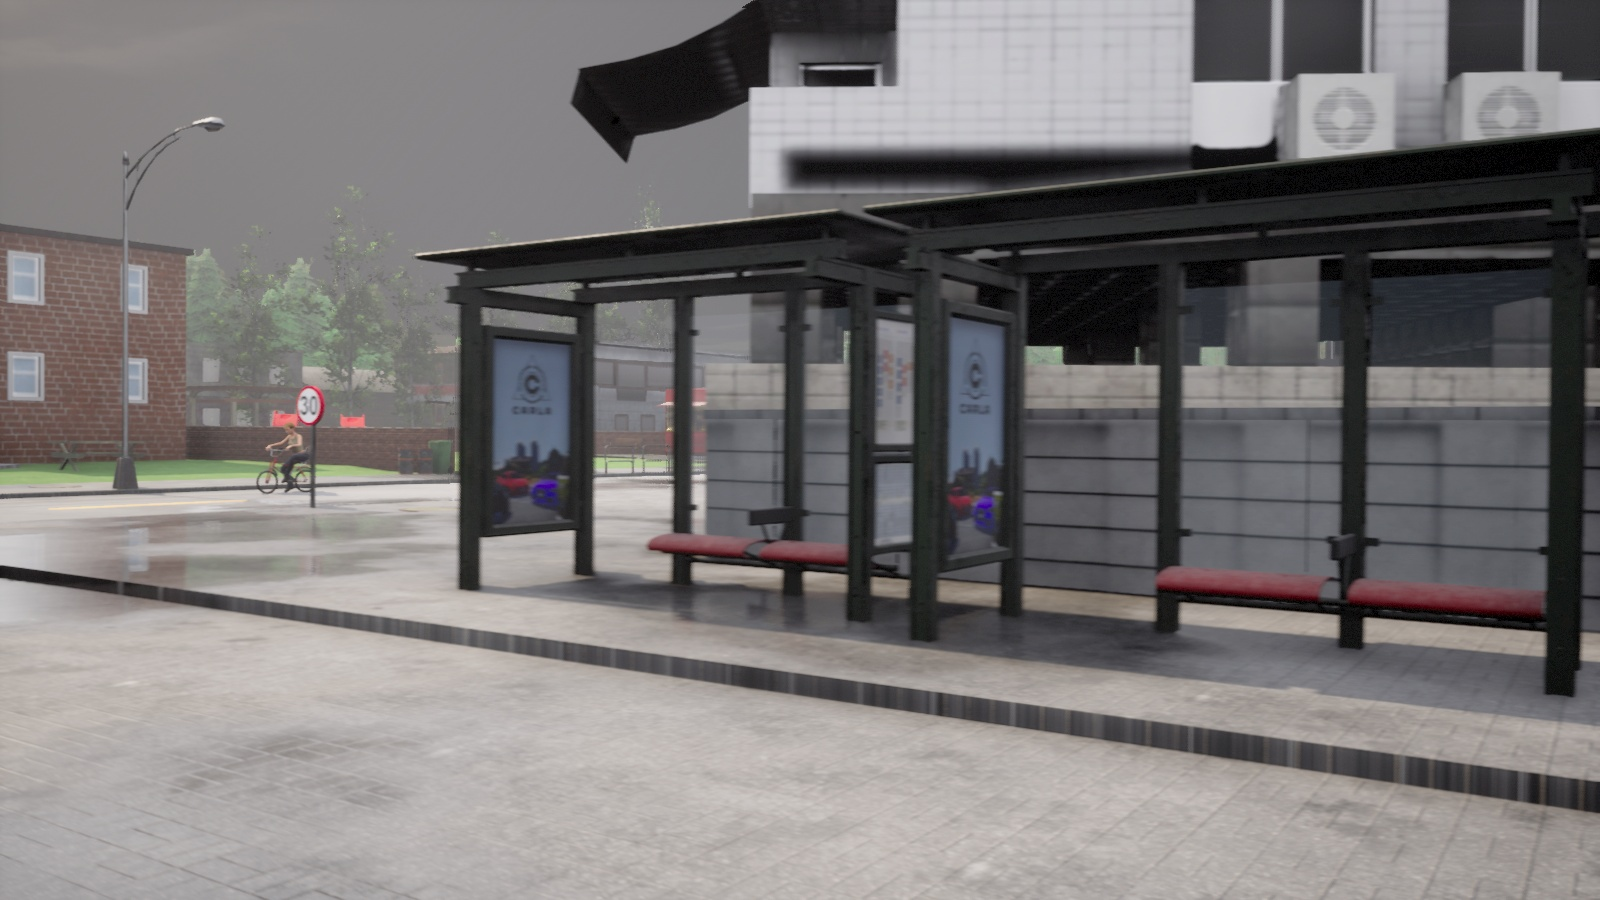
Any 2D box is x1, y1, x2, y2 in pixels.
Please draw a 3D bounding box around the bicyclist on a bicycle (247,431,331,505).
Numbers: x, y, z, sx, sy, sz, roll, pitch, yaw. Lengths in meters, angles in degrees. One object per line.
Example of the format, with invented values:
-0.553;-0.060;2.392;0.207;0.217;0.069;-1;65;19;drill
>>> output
-11.540;0.387;28.374;0.866;1.612;1.509;0;1;33;bicyclist on a bicycle
